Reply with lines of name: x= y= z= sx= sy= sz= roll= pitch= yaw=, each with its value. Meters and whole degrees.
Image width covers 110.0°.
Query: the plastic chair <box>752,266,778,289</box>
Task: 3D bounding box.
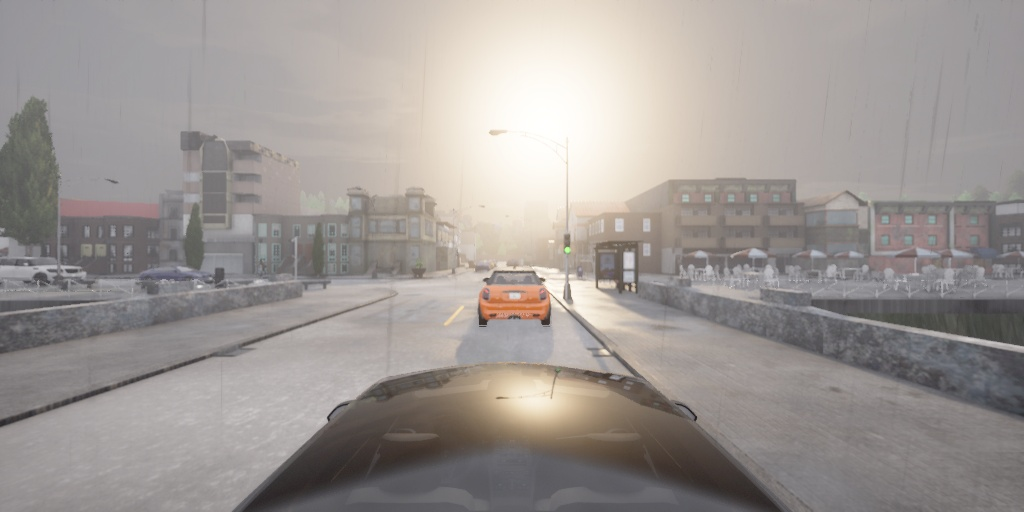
plastic chair: x=15.002 y=1.363 z=21.274 sx=0.750 sy=1.272 sz=0.730 roll=0 pitch=0 yaw=0

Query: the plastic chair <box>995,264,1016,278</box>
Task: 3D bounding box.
plastic chair: x=45.505 y=1.413 z=33.166 sx=0.730 sy=1.272 sz=0.750 roll=0 pitch=0 yaw=0

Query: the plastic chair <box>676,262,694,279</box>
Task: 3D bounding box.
plastic chair: x=14.704 y=1.402 z=30.474 sx=0.730 sy=1.272 sz=0.750 roll=0 pitch=0 yaw=0

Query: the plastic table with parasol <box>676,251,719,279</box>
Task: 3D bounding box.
plastic table with parasol: x=15.924 y=0.798 z=30.353 sx=2.482 sy=2.480 sz=2.482 roll=0 pitch=0 yaw=0

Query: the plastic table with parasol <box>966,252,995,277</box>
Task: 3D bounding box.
plastic table with parasol: x=30.513 y=0.774 z=24.950 sx=2.482 sy=2.480 sz=2.482 roll=0 pitch=0 yaw=0

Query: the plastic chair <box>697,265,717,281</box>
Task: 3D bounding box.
plastic chair: x=15.804 y=1.396 z=29.073 sx=0.750 sy=1.272 sz=0.730 roll=0 pitch=0 yaw=0

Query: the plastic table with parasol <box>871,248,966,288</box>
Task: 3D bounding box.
plastic table with parasol: x=23.802 y=0.758 z=21.121 sx=2.482 sy=2.480 sz=2.482 roll=0 pitch=0 yaw=0

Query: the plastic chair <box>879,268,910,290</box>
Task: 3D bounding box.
plastic chair: x=22.602 y=1.362 z=21.172 sx=0.730 sy=1.272 sz=0.750 roll=0 pitch=0 yaw=0

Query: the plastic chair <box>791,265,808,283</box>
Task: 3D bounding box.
plastic chair: x=21.703 y=1.389 z=27.372 sx=0.730 sy=1.272 sz=0.750 roll=0 pitch=0 yaw=0

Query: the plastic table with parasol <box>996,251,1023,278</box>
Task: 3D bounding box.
plastic table with parasol: x=46.705 y=0.809 z=33.045 sx=2.482 sy=2.480 sz=2.482 roll=0 pitch=0 yaw=0

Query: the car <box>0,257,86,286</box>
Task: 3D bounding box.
car: x=-34.617 y=1.076 z=26.034 sx=5.566 sy=2.045 sz=2.150 roll=0 pitch=0 yaw=0

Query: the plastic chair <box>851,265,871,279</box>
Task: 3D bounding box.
plastic chair: x=29.904 y=1.403 z=30.670 sx=0.750 sy=1.272 sz=0.730 roll=0 pitch=0 yaw=0

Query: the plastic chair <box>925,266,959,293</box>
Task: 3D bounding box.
plastic chair: x=23.701 y=1.356 z=19.771 sx=0.750 sy=1.272 sz=0.730 roll=0 pitch=0 yaw=0

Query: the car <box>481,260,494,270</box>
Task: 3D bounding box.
car: x=-4.071 y=1.479 z=60.547 sx=1.882 sy=1.535 sz=5.008 roll=0 pitch=0 yaw=0

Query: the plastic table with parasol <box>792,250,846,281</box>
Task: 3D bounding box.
plastic table with parasol: x=22.903 y=0.785 z=27.322 sx=2.482 sy=2.480 sz=2.482 roll=0 pitch=0 yaw=0

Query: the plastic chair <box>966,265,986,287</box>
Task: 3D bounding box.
plastic chair: x=30.502 y=1.373 z=23.670 sx=0.750 sy=1.272 sz=0.730 roll=0 pitch=0 yaw=0

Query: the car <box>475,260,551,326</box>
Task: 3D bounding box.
car: x=0.080 y=1.145 z=12.024 sx=2.097 sy=1.767 sz=4.553 roll=0 pitch=0 yaw=0

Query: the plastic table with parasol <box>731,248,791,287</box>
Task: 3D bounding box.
plastic table with parasol: x=15.172 y=0.764 z=22.534 sx=2.482 sy=2.480 sz=2.482 roll=0 pitch=0 yaw=0

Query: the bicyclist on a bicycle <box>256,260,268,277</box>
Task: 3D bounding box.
bicyclist on a bicycle: x=-24.014 y=1.239 z=34.426 sx=0.582 sy=1.620 sz=1.656 roll=0 pitch=0 yaw=0

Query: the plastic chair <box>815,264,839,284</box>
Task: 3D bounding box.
plastic chair: x=22.803 y=1.383 z=25.972 sx=0.750 sy=1.272 sz=0.730 roll=0 pitch=0 yaw=0

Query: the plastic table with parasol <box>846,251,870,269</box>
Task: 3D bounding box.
plastic table with parasol: x=30.234 y=0.805 z=32.040 sx=2.482 sy=2.480 sz=2.482 roll=0 pitch=0 yaw=0

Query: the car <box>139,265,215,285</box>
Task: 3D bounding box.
car: x=-24.221 y=1.380 z=26.029 sx=4.674 sy=1.442 sz=1.812 roll=0 pitch=0 yaw=0

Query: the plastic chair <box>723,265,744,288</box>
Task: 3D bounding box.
plastic chair: x=13.902 y=1.369 z=22.674 sx=0.730 sy=1.272 sz=0.750 roll=0 pitch=0 yaw=0
